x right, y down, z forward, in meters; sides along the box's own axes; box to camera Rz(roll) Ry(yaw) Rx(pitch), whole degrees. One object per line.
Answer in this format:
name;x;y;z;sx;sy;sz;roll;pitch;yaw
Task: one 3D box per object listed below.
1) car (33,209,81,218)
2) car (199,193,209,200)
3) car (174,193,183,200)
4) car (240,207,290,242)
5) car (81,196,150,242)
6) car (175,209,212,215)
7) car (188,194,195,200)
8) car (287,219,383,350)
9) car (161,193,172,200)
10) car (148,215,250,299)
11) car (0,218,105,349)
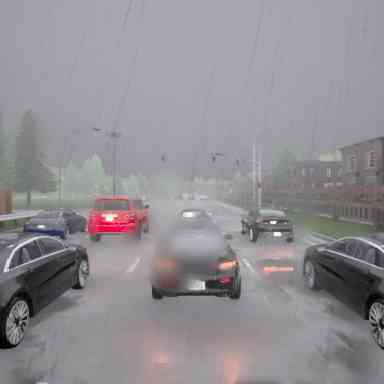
car;-6.936;1.564;17.315;1.994;1.385;4.181;0;0;0
car;3.378;1.216;89.825;2.150;2.045;5.566;0;0;0
car;-3.622;1.216;89.815;2.150;2.045;5.566;0;0;0
car;3.561;1.505;16.273;1.837;1.490;4.892;0;0;0
car;-3.435;1.221;16.541;2.150;2.045;5.566;0;0;0
car;0.062;1.564;17.063;1.994;1.385;4.181;0;0;0
car;-0.122;1.531;89.790;2.033;1.411;5.357;0;0;0
car;3.585;1.492;6.132;2.128;1.511;4.902;0;0;0
car;-7.122;1.216;89.810;2.150;2.045;5.566;0;0;0
car;0.085;1.526;8.315;1.812;1.442;4.674;0;0;0
car;-3.417;1.492;6.231;2.128;1.511;4.902;0;0;0
